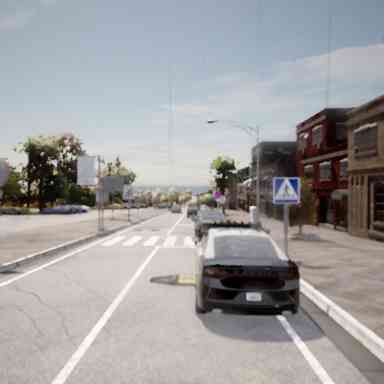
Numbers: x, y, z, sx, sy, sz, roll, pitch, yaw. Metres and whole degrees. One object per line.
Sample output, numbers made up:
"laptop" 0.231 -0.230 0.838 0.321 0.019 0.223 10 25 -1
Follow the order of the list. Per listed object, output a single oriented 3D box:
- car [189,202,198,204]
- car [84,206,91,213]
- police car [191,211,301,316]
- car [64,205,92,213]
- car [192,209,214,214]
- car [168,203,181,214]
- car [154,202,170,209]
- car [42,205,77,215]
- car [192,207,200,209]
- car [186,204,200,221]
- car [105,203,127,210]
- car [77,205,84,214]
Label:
"car" 0.314 2.884 59.519 2.150 2.045 5.566 0 -2 0
"car" -21.641 3.137 60.124 5.008 1.535 2.097 0 -2 0
"police car" 1.022 1.518 8.009 1.930 1.638 5.238 1 0 0
"car" -21.611 3.276 63.270 4.674 1.452 2.002 0 -2 0
"car" 1.044 1.863 17.917 1.837 1.490 4.892 0 -2 0
"car" -2.926 3.217 61.051 1.837 1.490 4.892 0 -2 0
"car" -8.316 4.234 94.415 4.892 1.521 2.231 0 -2 0
"car" -21.676 2.970 53.577 4.674 1.452 2.002 0 -2 0
"car" 1.076 2.051 23.919 1.837 1.490 4.892 0 -2 0
"car" 0.241 2.736 45.679 1.837 1.490 4.892 0 -2 1
"car" -21.414 4.141 91.741 5.008 1.535 2.097 0 -2 0
"car" -21.652 3.035 56.852 4.892 1.521 2.231 0 -2 0
